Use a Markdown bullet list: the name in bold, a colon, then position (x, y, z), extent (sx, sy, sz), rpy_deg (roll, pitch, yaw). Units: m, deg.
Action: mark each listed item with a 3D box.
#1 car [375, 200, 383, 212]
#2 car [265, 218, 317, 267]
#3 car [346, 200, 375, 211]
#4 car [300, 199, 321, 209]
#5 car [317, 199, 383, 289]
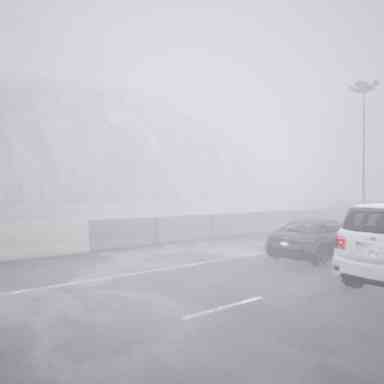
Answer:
- **car**: position (25.631, 1.778, 42.843), extent (4.892, 1.490, 1.837), rpy_deg (1, -1, -39)
- **car**: position (4.492, 1.627, 11.778), extent (4.181, 1.385, 1.994), rpy_deg (0, 0, -39)
- **car**: position (22.868, 1.833, 45.110), extent (4.181, 1.385, 1.994), rpy_deg (1, 0, -39)
- **car**: position (18.302, 1.773, 50.418), extent (4.892, 1.490, 1.837), rpy_deg (1, -1, -39)
- **car**: position (5.655, 1.276, 8.199), extent (5.566, 2.045, 2.150), rpy_deg (0, 0, -38)
